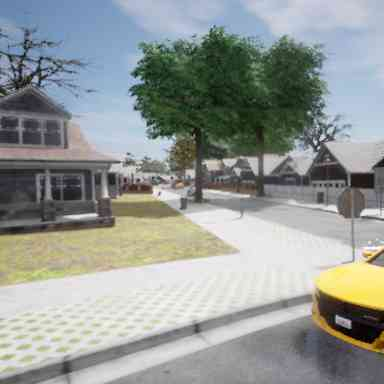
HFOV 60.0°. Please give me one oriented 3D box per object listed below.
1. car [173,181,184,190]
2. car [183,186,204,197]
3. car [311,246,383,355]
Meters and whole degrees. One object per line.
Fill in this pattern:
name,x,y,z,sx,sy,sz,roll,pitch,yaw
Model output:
car,-3.097,-1.428,87.729,1.882,1.535,5.008,-2,2,-9
car,0.467,-0.013,51.993,2.033,1.411,5.357,-2,2,-10
car,4.255,1.469,5.598,5.008,1.535,1.882,0,-1,-27
